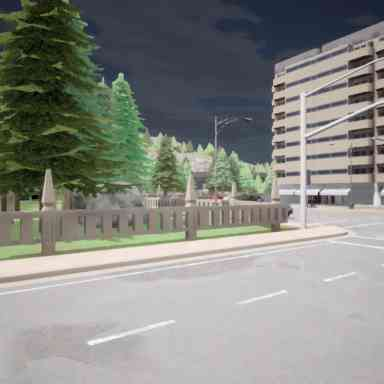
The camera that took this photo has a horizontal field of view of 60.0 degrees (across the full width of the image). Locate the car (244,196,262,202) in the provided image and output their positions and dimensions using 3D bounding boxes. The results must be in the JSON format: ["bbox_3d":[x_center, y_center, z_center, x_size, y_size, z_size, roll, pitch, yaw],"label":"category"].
[{"bbox_3d":[14.233,1.540,77.266,1.895,1.301,4.718,0,0,40],"label":"car"}]

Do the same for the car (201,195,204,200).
[{"bbox_3d":[0.556,1.545,49.340,1.895,1.301,4.718,0,0,-9],"label":"car"}]

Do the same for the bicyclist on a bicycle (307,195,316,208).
[{"bbox_3d":[15.252,1.245,42.431,1.656,1.620,0.582,0,0,-29],"label":"bicyclist on a bicycle"}]

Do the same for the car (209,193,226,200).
[{"bbox_3d":[4.736,1.166,65.202,2.150,2.045,5.566,0,0,14],"label":"car"}]

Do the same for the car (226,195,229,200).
[{"bbox_3d":[6.361,1.163,34.542,2.150,2.045,5.566,0,0,-31],"label":"car"}]

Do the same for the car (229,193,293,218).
[{"bbox_3d":[6.022,1.166,28.626,2.150,2.045,5.566,0,0,-33],"label":"car"}]

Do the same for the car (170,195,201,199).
[{"bbox_3d":[-0.871,1.422,41.514,1.882,1.535,5.008,0,0,-19],"label":"car"}]

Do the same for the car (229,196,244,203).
[{"bbox_3d":[9.173,1.492,67.886,2.033,1.411,5.357,0,0,20],"label":"car"}]

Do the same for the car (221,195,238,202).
[{"bbox_3d":[8.518,1.469,75.156,1.812,1.442,4.674,0,0,32],"label":"car"}]

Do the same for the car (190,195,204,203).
[{"bbox_3d":[1.075,1.362,66.267,1.837,1.490,4.892,0,0,14],"label":"car"}]
